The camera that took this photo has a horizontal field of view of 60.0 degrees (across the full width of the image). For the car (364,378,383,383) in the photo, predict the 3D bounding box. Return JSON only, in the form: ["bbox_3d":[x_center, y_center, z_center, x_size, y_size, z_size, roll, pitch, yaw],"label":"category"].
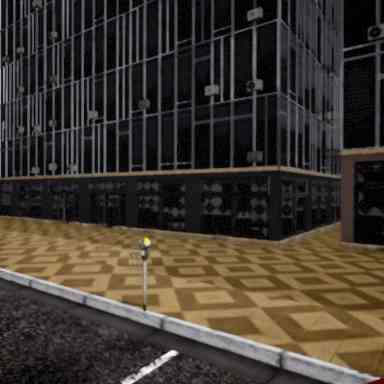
[{"bbox_3d":[2.720,1.556,0.937,4.507,1.381,1.887,0,0,35],"label":"car"}]
